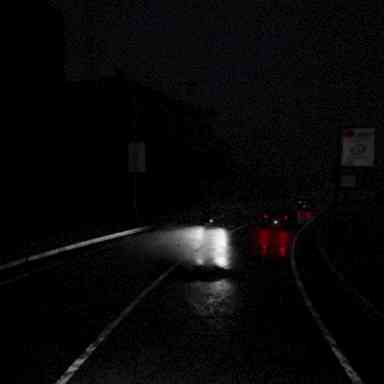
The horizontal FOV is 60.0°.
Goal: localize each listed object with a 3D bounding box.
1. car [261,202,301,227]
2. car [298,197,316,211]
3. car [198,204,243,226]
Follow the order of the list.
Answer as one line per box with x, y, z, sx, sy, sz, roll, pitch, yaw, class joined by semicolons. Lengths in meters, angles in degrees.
6.227;1.631;23.260;1.895;1.301;4.718;2;1;23;car
13.722;1.380;39.760;2.128;1.511;4.902;2;1;25;car
2.084;1.518;23.001;1.895;1.301;4.718;2;1;23;car
